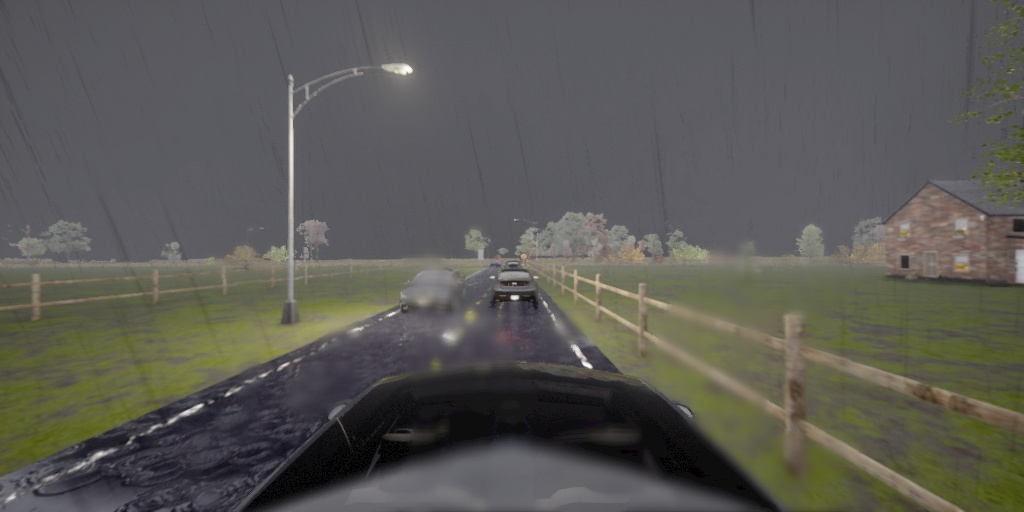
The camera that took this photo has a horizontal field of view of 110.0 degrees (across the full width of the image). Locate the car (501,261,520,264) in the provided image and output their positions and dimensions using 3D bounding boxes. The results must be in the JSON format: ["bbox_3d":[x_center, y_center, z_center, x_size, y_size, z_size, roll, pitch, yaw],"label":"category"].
[{"bbox_3d":[0.101,1.240,37.369,1.837,1.490,4.892,0,0,0],"label":"car"}]

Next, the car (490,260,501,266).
[{"bbox_3d":[-2.746,1.326,60.329,1.895,1.301,4.718,0,0,0],"label":"car"}]

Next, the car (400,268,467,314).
[{"bbox_3d":[-2.848,1.252,13.886,1.837,1.490,4.892,0,0,0],"label":"car"}]

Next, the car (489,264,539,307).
[{"bbox_3d":[0.101,1.251,15.339,1.837,1.490,4.892,0,0,0],"label":"car"}]
